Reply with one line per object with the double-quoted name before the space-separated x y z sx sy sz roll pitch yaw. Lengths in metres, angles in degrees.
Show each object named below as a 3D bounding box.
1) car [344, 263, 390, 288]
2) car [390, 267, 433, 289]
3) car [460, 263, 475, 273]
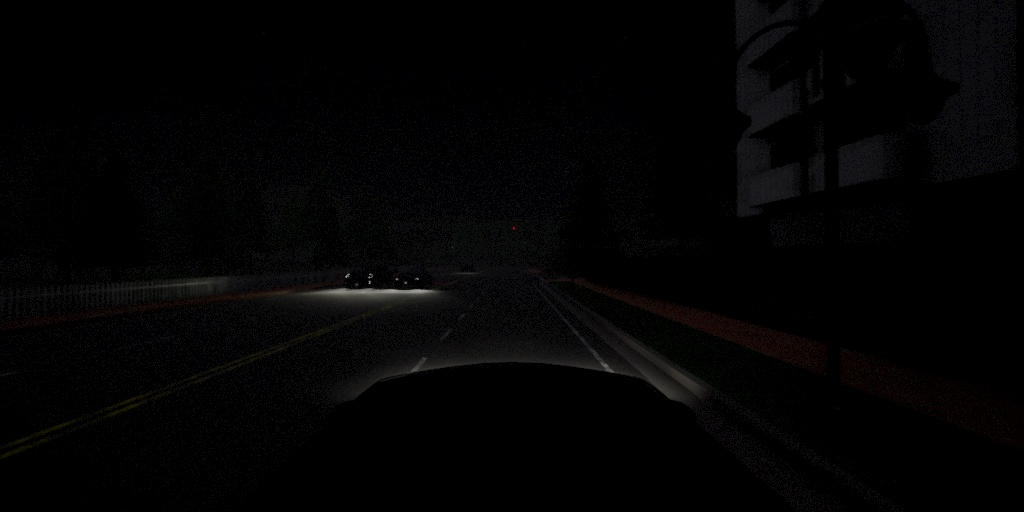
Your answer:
"car" -10.524 1.381 26.584 2.097 1.767 4.553 0 -1 0
"car" -7.028 1.550 26.107 1.812 1.442 4.674 0 -1 0
"car" -7.017 1.858 56.800 2.033 1.411 5.357 0 -1 0
